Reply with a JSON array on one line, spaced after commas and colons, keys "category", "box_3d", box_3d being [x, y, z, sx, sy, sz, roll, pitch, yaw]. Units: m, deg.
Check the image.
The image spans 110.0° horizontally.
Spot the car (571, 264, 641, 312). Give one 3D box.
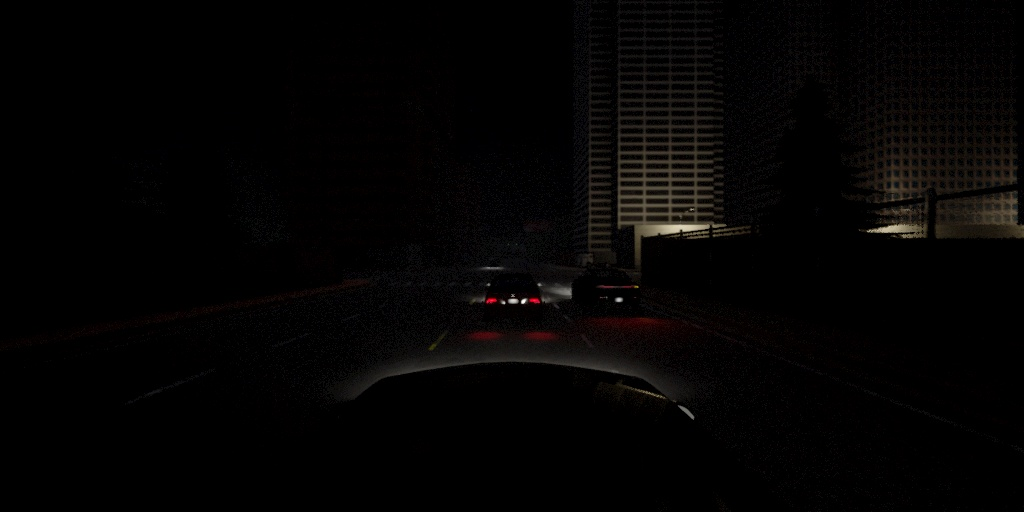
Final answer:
[{"category": "car", "box_3d": [3.583, 1.248, 14.348, 2.128, 1.511, 4.902, 0, 0, 1]}]

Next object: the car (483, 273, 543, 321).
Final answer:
[{"category": "car", "box_3d": [0.064, 1.303, 12.486, 2.033, 1.411, 5.357, 0, 0, 1]}]
